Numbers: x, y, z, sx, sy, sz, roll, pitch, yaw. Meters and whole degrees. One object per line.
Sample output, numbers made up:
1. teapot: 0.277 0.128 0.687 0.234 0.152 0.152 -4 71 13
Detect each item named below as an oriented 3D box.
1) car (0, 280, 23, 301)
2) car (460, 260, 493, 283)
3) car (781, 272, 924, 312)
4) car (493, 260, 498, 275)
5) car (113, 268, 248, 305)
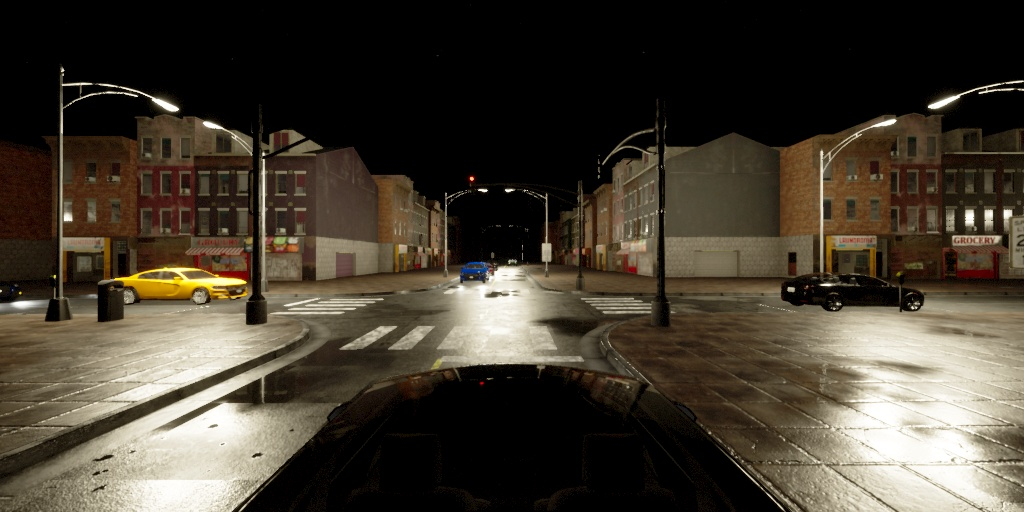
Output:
1. car: -24.592 1.392 15.776 4.181 1.385 1.994 0 0 0
2. car: -2.825 1.239 27.938 1.882 1.535 5.008 0 0 1
3. car: 12.358 1.267 13.195 4.313 1.339 1.948 0 0 0
4. car: -2.836 1.333 37.889 1.994 1.385 4.181 0 0 0
5. car: -14.416 1.270 15.741 5.008 1.535 1.882 0 0 2
